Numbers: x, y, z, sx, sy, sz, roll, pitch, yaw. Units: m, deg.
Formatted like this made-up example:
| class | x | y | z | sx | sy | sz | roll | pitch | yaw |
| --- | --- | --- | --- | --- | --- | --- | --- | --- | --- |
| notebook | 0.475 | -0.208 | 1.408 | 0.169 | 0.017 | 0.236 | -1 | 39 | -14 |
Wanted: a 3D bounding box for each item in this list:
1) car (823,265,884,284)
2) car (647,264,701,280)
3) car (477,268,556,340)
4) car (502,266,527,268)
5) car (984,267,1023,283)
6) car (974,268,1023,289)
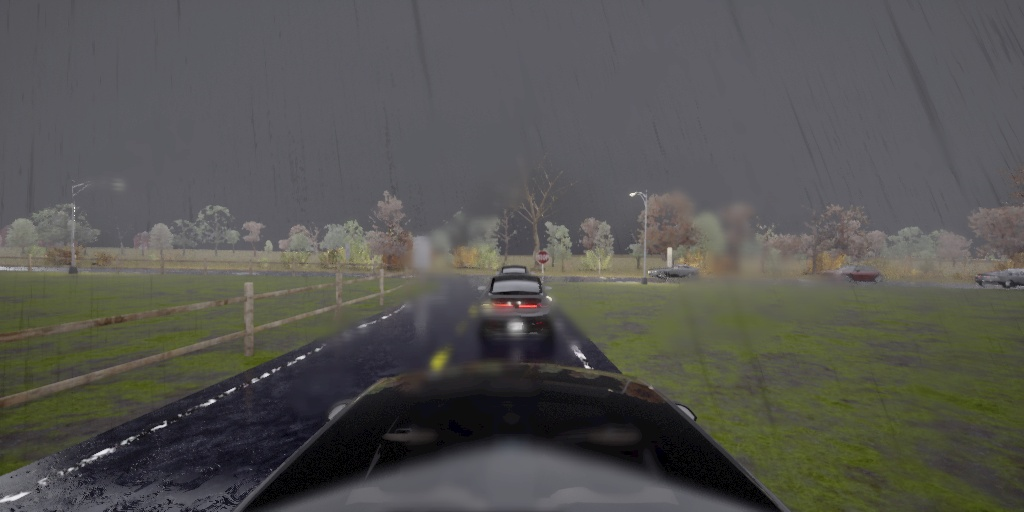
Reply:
| class | x | y | z | sx | sy | sz | roll | pitch | yaw |
| --- | --- | --- | --- | --- | --- | --- | --- | --- | --- |
| car | 33.012 | 1.685 | 34.737 | 4.553 | 1.767 | 2.097 | 1 | 1 | 0 |
| car | 15.674 | 1.518 | 34.779 | 4.902 | 1.511 | 2.128 | 1 | 1 | 0 |
| car | 0.100 | 1.251 | 9.973 | 1.837 | 1.490 | 4.892 | 0 | 0 | 0 |
| car | 0.149 | 1.249 | 19.233 | 1.837 | 1.490 | 4.892 | 0 | 0 | 2 |
| car | 49.110 | 1.855 | 34.611 | 4.674 | 1.442 | 1.812 | 1 | 1 | 0 |
| car | 44.322 | 2.066 | 31.827 | 4.902 | 1.511 | 2.128 | 1 | 1 | 1 |
